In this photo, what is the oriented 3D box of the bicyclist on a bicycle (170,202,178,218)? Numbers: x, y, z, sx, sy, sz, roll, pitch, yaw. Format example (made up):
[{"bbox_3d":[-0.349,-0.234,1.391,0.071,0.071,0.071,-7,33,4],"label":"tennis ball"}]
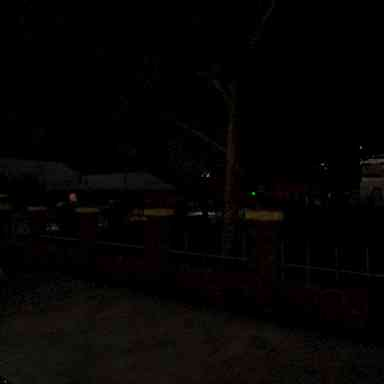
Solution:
[{"bbox_3d":[-1.220,1.489,22.375,1.656,1.620,0.582,-1,-1,36],"label":"bicyclist on a bicycle"}]

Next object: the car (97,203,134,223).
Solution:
[{"bbox_3d":[-7.201,1.701,28.437,1.882,1.535,5.008,-1,0,36],"label":"car"}]

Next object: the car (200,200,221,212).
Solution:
[{"bbox_3d":[3.201,1.775,42.818,2.033,1.411,5.357,-1,0,36],"label":"car"}]
